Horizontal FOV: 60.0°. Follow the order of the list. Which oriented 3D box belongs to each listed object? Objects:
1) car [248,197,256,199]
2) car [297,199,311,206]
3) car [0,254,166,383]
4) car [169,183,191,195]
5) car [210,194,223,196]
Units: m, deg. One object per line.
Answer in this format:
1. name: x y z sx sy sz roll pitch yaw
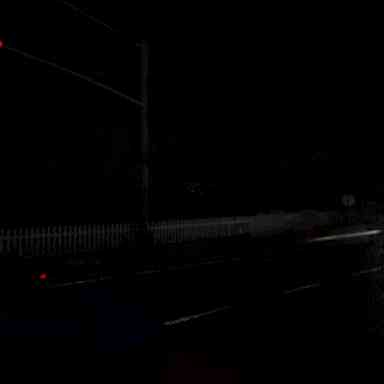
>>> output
1. car: 9.368 1.149 50.981 2.150 2.045 5.566 0 2 -37
2. car: 16.571 1.548 53.067 1.882 1.535 5.008 0 2 -37
3. car: -2.567 1.473 2.164 5.008 1.535 1.882 0 0 -35
4. car: -2.491 -0.578 66.953 2.150 2.045 5.566 0 7 -37
5. car: 3.936 0.402 64.131 2.128 1.511 4.902 0 6 -36
